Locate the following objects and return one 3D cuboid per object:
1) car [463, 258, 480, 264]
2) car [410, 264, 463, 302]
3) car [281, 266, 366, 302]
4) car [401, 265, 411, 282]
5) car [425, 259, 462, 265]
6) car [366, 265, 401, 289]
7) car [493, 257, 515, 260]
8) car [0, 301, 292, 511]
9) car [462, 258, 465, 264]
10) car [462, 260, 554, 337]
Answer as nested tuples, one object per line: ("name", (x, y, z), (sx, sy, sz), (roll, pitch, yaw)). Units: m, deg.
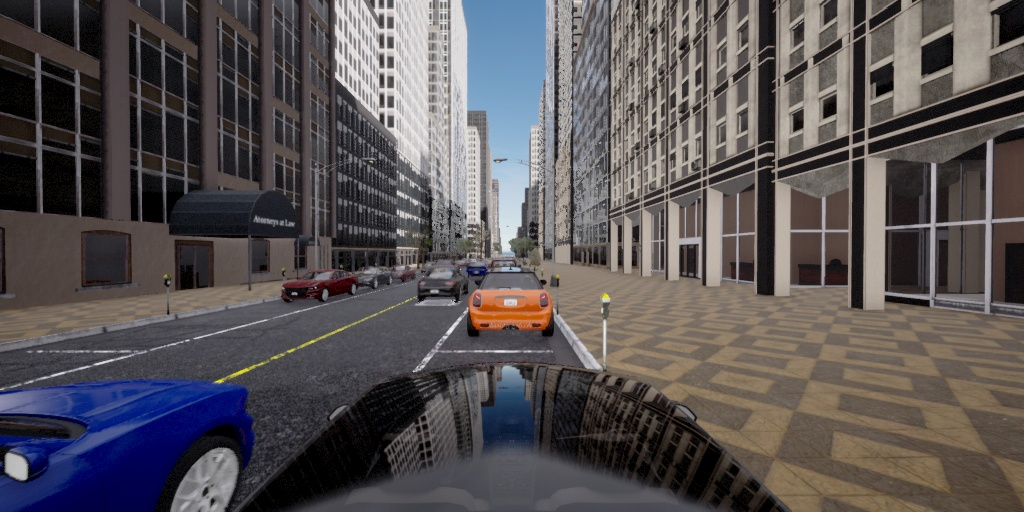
("car", (-3.051, 1.222, 33.170), (1.882, 1.535, 5.008), (0, 0, 0))
("car", (-3.150, 1.273, 16.876), (1.812, 1.442, 4.674), (0, 0, 0))
("car", (-8.837, 1.292, 16.839), (1.888, 1.381, 4.507), (0, 0, 0))
("car", (-8.837, 1.327, 28.206), (1.802, 1.307, 4.207), (0, 0, 0))
("car", (-6.239, 1.096, 33.089), (2.097, 1.767, 4.553), (0, 0, 0))
("car", (-8.838, 1.297, 22.523), (2.007, 1.370, 4.403), (0, 0, 0))
("car", (-0.457, 1.061, 22.523), (2.192, 1.841, 5.009), (0, 0, 0))
("car", (-3.055, 1.227, 0.897), (1.882, 1.535, 5.008), (0, 0, 0))
("car", (-8.837, 1.319, 62.308), (1.802, 1.307, 4.207), (0, 0, 0))
("car", (-0.033, 1.101, 10.471), (2.097, 1.767, 4.553), (0, 0, 0))
